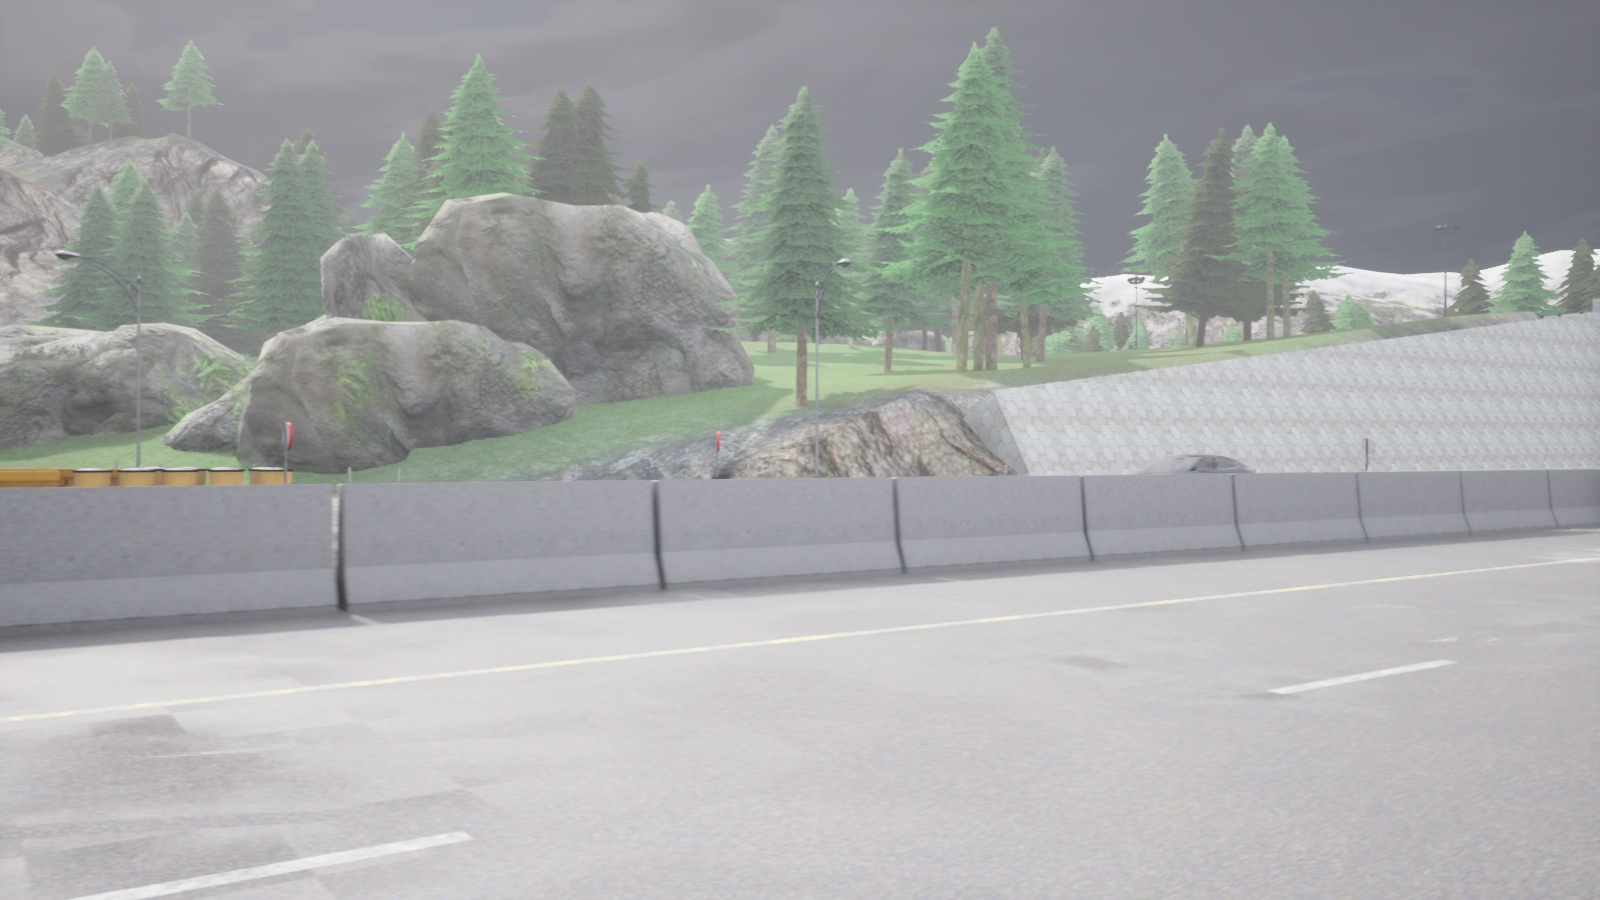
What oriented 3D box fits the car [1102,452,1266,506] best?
[{"bbox_3d":[11.399,0.812,37.179,4.792,1.488,2.163,0,0,-35],"label":"car"}]
